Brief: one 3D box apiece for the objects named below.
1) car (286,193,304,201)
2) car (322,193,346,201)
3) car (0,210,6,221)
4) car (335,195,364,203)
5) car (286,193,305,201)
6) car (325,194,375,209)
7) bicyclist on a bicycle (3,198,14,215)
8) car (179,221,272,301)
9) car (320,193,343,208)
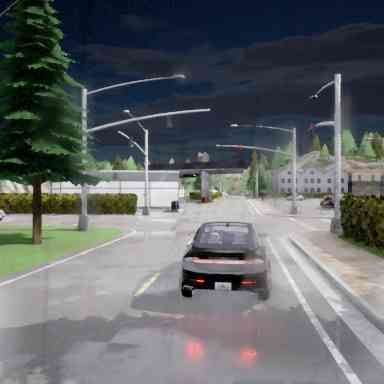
[{"bbox_3d":[23.431,1.361,75.671,3.806,1.475,1.970,0,0,8],"label":"car"},{"bbox_3d":[31.833,1.097,74.527,4.605,1.855,1.932,0,0,8],"label":"car"},{"bbox_3d":[-16.558,1.526,25.230,4.674,1.442,1.812,0,0,8],"label":"car"},{"bbox_3d":[29.393,1.298,62.291,4.514,1.523,2.007,0,0,8],"label":"car"},{"bbox_3d":[24.500,1.077,78.878,3.866,1.878,1.905,0,0,8],"label":"car"},{"bbox_3d":[18.325,1.339,38.627,4.514,1.523,2.007,0,0,8],"label":"car"},{"bbox_3d":[-17.932,1.453,32.567,0.582,1.620,1.656,0,0,7],"label":"bicyclist on a bicycle"},{"bbox_3d":[0.893,1.491,8.427,2.128,1.511,4.902,0,0,8],"label":"car"},{"bbox_3d":[18.710,1.330,41.740,5.027,1.636,2.152,0,0,8],"label":"car"}]
